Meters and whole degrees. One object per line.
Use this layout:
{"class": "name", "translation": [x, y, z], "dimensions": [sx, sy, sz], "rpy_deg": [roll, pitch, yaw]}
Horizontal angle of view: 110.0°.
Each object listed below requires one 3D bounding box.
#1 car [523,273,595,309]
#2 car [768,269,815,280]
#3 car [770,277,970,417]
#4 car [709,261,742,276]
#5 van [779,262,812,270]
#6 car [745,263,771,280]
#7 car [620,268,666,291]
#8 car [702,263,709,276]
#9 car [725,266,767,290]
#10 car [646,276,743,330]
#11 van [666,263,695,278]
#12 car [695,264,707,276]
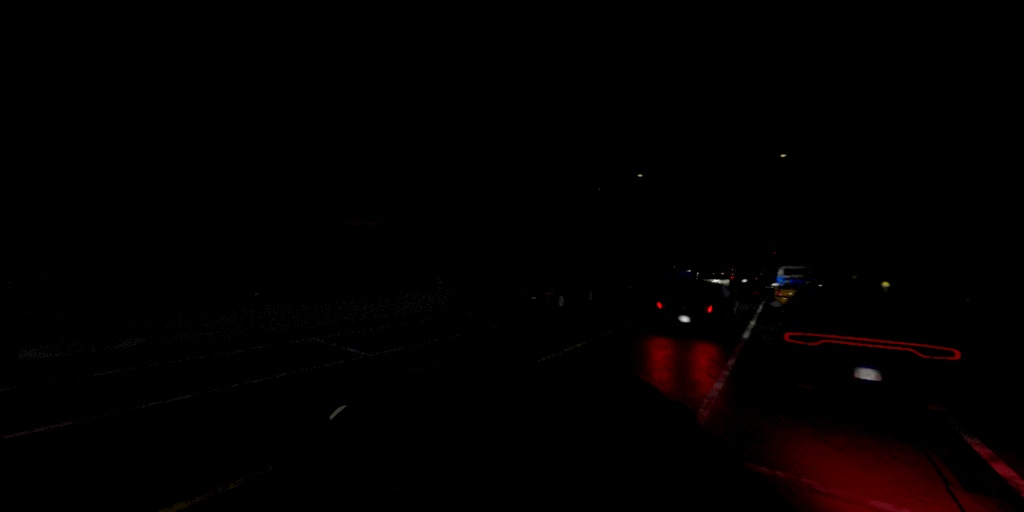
{"class": "car", "translation": [2.239, 1.488, 16.312], "dimensions": [1.888, 1.381, 4.507], "rpy_deg": [0, 0, 37]}
{"class": "car", "translation": [12.547, 1.501, 15.767], "dimensions": [1.751, 1.417, 4.829], "rpy_deg": [0, 0, 37]}
{"class": "car", "translation": [5.802, 1.308, 6.311], "dimensions": [1.882, 1.535, 5.008], "rpy_deg": [0, -1, 37]}
{"class": "car", "translation": [24.270, 1.572, 40.649], "dimensions": [2.150, 2.045, 5.566], "rpy_deg": [0, -1, 38]}
{"class": "van", "translation": [15.862, 1.388, 20.111], "dimensions": [1.690, 1.789, 3.998], "rpy_deg": [0, 0, 37]}
{"class": "car", "translation": [27.700, 1.831, 40.182], "dimensions": [1.882, 1.535, 5.008], "rpy_deg": [0, -1, 37]}
{"class": "car", "translation": [9.077, 1.651, 25.273], "dimensions": [1.948, 1.339, 4.313], "rpy_deg": [0, 0, 37]}
{"class": "car", "translation": [22.754, 1.937, 43.196], "dimensions": [1.948, 1.339, 4.313], "rpy_deg": [0, 0, 37]}
{"class": "car", "translation": [17.205, 1.695, 26.265], "dimensions": [1.994, 1.385, 4.181], "rpy_deg": [0, -1, 37]}
{"class": "car", "translation": [6.192, 1.502, 11.833], "dimensions": [1.895, 1.301, 4.718], "rpy_deg": [0, -1, 37]}
{"class": "van", "translation": [15.916, 1.569, 34.234], "dimensions": [1.690, 1.789, 3.998], "rpy_deg": [0, 0, 37]}
{"class": "car", "translation": [19.335, 1.865, 38.715], "dimensions": [1.948, 1.339, 4.313], "rpy_deg": [0, 0, 37]}
